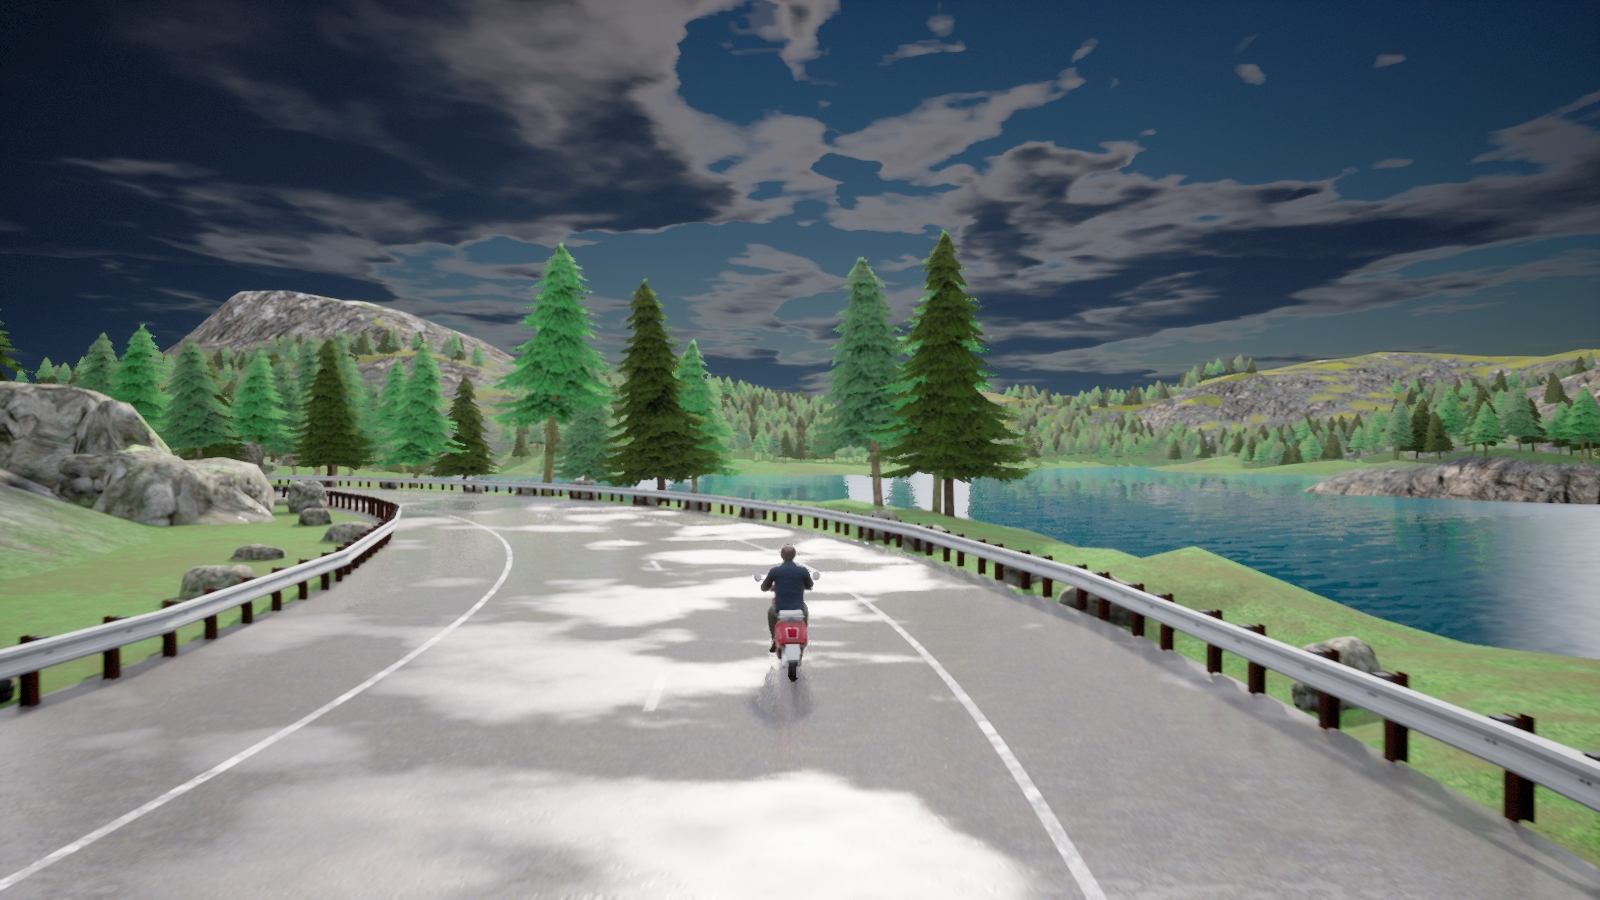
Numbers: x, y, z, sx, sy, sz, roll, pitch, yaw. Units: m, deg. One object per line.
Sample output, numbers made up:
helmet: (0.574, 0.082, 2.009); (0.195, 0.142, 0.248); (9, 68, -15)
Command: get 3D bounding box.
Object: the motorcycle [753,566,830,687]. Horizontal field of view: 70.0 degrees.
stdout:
motorcycle: (-0.133, 2.182, 14.460); (0.856, 1.236, 1.805); (-1, 0, -4)
